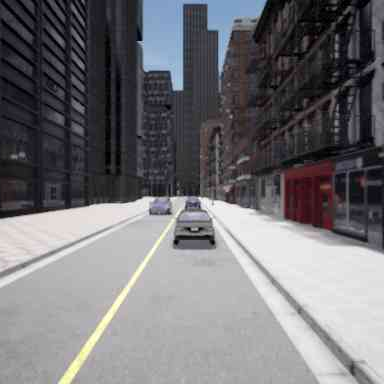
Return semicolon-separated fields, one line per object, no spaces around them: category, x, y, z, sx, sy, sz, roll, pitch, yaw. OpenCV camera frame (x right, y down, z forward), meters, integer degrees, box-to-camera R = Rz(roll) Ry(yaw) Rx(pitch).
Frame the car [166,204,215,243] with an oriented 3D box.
car;0.105;1.536;15.848;2.033;1.411;5.357;0;0;0

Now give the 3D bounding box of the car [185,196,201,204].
car;0.118;1.346;45.055;2.097;1.767;4.553;0;0;0

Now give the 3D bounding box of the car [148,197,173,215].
car;-3.021;1.340;32.920;2.097;1.767;4.553;0;0;1
